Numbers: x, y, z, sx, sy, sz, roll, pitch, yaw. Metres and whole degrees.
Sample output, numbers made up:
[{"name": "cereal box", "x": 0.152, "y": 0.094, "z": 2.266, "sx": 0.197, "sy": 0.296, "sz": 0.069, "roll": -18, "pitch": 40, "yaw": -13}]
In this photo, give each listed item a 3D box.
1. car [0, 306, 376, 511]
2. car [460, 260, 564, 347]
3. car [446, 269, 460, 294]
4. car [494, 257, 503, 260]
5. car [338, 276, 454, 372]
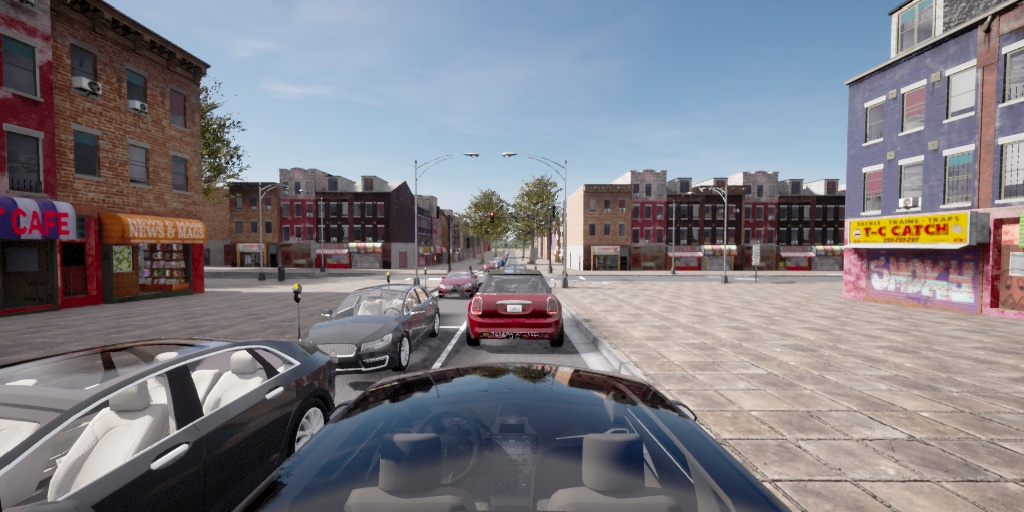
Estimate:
[{"name": "car", "x": -2.640, "y": 1.300, "z": 2.020, "sx": 2.007, "sy": 1.370, "sz": 4.403, "roll": 0, "pitch": 0, "yaw": 0}, {"name": "car", "x": 0.111, "y": 1.100, "z": 9.512, "sx": 2.097, "sy": 1.767, "sz": 4.553, "roll": 0, "pitch": 0, "yaw": 2}, {"name": "car", "x": -2.611, "y": 1.333, "z": 18.363, "sx": 1.802, "sy": 1.307, "sz": 4.207, "roll": 0, "pitch": 0, "yaw": 0}, {"name": "car", "x": -2.565, "y": 1.235, "z": 45.138, "sx": 1.967, "sy": 1.591, "sz": 4.097, "roll": 0, "pitch": 0, "yaw": 0}, {"name": "car", "x": -2.630, "y": 1.298, "z": 7.469, "sx": 2.007, "sy": 1.370, "sz": 4.403, "roll": 0, "pitch": 0, "yaw": 0}]
